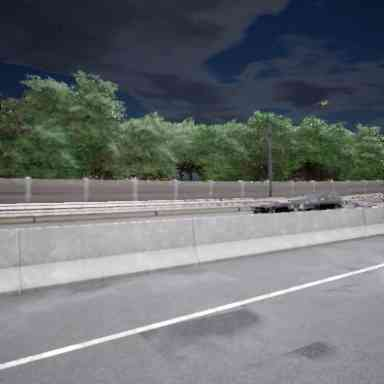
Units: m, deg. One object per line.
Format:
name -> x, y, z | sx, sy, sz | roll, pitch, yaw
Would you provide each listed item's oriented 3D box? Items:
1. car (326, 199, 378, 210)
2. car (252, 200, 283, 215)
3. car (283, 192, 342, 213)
car -> 12.835, 1.448, 25.680 | 4.718, 1.301, 1.895 | -1, 0, -34
car -> 7.758, 1.458, 30.689 | 4.718, 1.301, 1.895 | -1, 0, -34
car -> 10.686, 1.070, 28.449 | 5.566, 2.045, 2.150 | -1, 0, -34
